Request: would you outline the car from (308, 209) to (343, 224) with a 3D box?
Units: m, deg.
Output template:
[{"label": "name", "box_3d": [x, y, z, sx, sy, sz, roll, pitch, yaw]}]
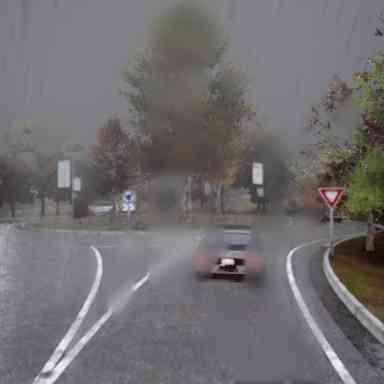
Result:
[{"label": "car", "box_3d": [13.616, 2.454, 34.211, 2.033, 1.411, 5.357, 0, -2, 1]}]

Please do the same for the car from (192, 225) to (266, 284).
[{"label": "car", "box_3d": [1.237, 1.699, 10.016, 2.033, 1.411, 5.357, 0, -2, 10]}]

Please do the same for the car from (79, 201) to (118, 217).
[{"label": "car", "box_3d": [-13.400, 2.402, 47.964, 5.566, 2.045, 2.150, 0, -2, -37]}]
